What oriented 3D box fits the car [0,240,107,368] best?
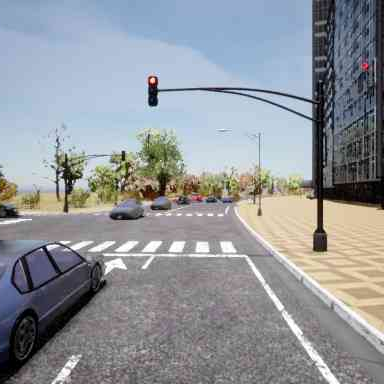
[{"bbox_3d":[-3.035,1.547,5.698,2.033,1.411,5.357,0,0,1],"label":"car"}]

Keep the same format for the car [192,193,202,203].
[{"bbox_3d":[0.729,1.235,70.012,2.150,2.045,5.566,0,0,11],"label":"car"}]

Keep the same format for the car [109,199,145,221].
[{"bbox_3d":[-5.302,1.546,27.910,2.033,1.411,5.357,0,0,5],"label":"car"}]

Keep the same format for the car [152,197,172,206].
[{"bbox_3d":[-5.037,1.550,56.570,2.033,1.411,5.357,0,0,9],"label":"car"}]

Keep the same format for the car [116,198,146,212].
[{"bbox_3d":[-7.292,1.546,40.505,2.033,1.411,5.357,0,0,7],"label":"car"}]

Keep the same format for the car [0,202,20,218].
[{"bbox_3d":[-17.624,1.577,29.492,4.181,1.385,1.994,0,0,2],"label":"car"}]

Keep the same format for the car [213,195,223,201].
[{"bbox_3d":[6.336,1.392,80.514,1.812,1.442,4.674,0,0,14],"label":"car"}]

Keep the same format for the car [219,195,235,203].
[{"bbox_3d":[7.492,1.561,70.085,2.033,1.411,5.357,0,0,12],"label":"car"}]

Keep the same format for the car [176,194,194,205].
[{"bbox_3d":[-1.458,1.511,58.275,1.837,1.490,4.892,0,0,10],"label":"car"}]

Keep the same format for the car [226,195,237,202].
[{"bbox_3d":[9.646,1.545,80.386,2.128,1.511,4.902,0,0,14],"label":"car"}]

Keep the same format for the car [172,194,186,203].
[{"bbox_3d":[-2.676,1.359,69.528,2.097,1.767,4.553,0,0,11],"label":"car"}]

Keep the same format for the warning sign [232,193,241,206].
[{"bbox_3d":[6.476,1.122,48.236,1.300,1.860,1.060,0,0,8],"label":"warning sign"}]

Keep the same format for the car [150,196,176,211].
[{"bbox_3d":[-3.841,1.547,41.942,2.033,1.411,5.357,0,0,7],"label":"car"}]

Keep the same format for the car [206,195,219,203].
[{"bbox_3d":[4.214,1.559,70.807,1.994,1.385,4.181,0,0,12],"label":"car"}]
